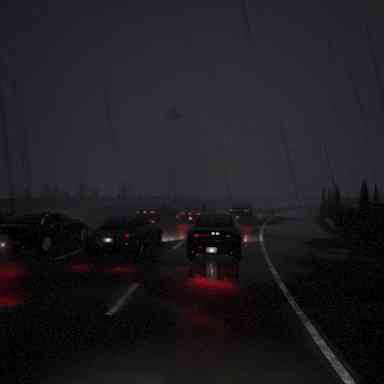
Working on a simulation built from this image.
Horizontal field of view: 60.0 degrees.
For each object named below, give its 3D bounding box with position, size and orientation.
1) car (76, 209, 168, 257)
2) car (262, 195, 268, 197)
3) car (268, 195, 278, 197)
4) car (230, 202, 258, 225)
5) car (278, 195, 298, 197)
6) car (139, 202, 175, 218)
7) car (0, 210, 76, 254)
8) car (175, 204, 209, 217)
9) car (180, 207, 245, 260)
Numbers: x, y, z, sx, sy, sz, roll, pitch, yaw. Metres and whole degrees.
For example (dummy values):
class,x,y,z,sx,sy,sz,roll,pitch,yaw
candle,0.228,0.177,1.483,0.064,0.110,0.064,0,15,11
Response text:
class,x,y,z,sx,sy,sz,roll,pitch,yaw
car,-2.502,1.573,13.052,1.994,1.385,4.181,0,0,9
car,19.040,1.395,83.537,4.902,1.511,2.128,0,0,-40
car,21.148,1.403,80.742,4.674,1.442,1.812,0,0,-40
car,3.881,1.495,25.340,2.128,1.511,4.902,0,0,17
car,23.256,1.429,77.947,5.357,1.411,2.033,0,0,-40
car,-2.806,1.563,27.408,2.033,1.411,5.357,0,0,17
car,-5.963,1.517,13.571,1.837,1.490,4.892,0,0,9
car,0.547,1.617,26.403,1.895,1.301,4.718,0,0,17
car,0.960,1.517,12.534,1.837,1.490,4.892,0,0,9
